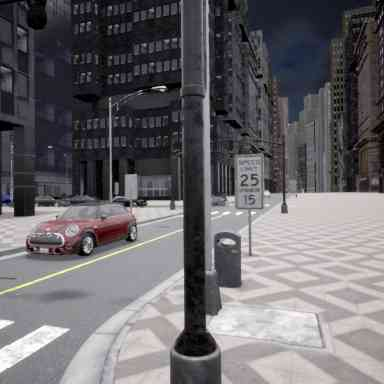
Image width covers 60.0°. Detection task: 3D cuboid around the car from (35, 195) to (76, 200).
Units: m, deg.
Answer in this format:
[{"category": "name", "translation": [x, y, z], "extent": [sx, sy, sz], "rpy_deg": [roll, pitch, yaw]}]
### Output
[{"category": "car", "translation": [-16.785, 1.150, 39.757], "extent": [4.892, 1.490, 1.837], "rpy_deg": [0, 0, 19]}]

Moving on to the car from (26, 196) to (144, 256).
[{"category": "car", "translation": [-3.918, 1.209, 12.530], "extent": [2.097, 1.767, 4.553], "rpy_deg": [-1, 1, 19]}]

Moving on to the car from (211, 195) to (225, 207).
[{"category": "car", "translation": [1.674, 1.034, 38.178], "extent": [4.181, 1.385, 1.994], "rpy_deg": [-1, 0, -26]}]

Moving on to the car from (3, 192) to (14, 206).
[{"category": "car", "translation": [-27.741, 0.992, 46.888], "extent": [5.566, 2.045, 2.150], "rpy_deg": [0, 0, 19]}]

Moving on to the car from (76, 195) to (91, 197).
[{"category": "car", "translation": [-13.961, 1.145, 42.136], "extent": [4.892, 1.490, 1.837], "rpy_deg": [-1, 0, 19]}]

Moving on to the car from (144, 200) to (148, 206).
[{"category": "car", "translation": [-7.281, 1.155, 36.496], "extent": [4.718, 1.301, 1.895], "rpy_deg": [-1, 0, 19]}]

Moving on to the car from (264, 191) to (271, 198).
[{"category": "car", "translation": [14.920, 0.436, 67.634], "extent": [1.812, 1.442, 4.674], "rpy_deg": [-1, 0, 19]}]
